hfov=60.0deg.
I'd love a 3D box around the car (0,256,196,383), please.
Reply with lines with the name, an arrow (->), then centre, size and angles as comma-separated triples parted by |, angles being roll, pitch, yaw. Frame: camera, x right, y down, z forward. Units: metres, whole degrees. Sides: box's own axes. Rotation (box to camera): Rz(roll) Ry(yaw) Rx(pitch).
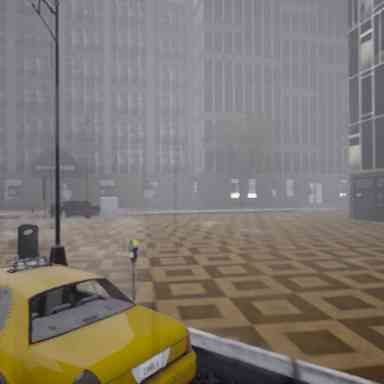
car -> -2.242, 1.527, 4.328 | 4.829, 1.417, 1.752 | 0, 0, 36

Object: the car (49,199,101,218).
car -> -8.734, 1.337, 26.461 | 4.892, 1.490, 1.837 | 0, 0, -14
